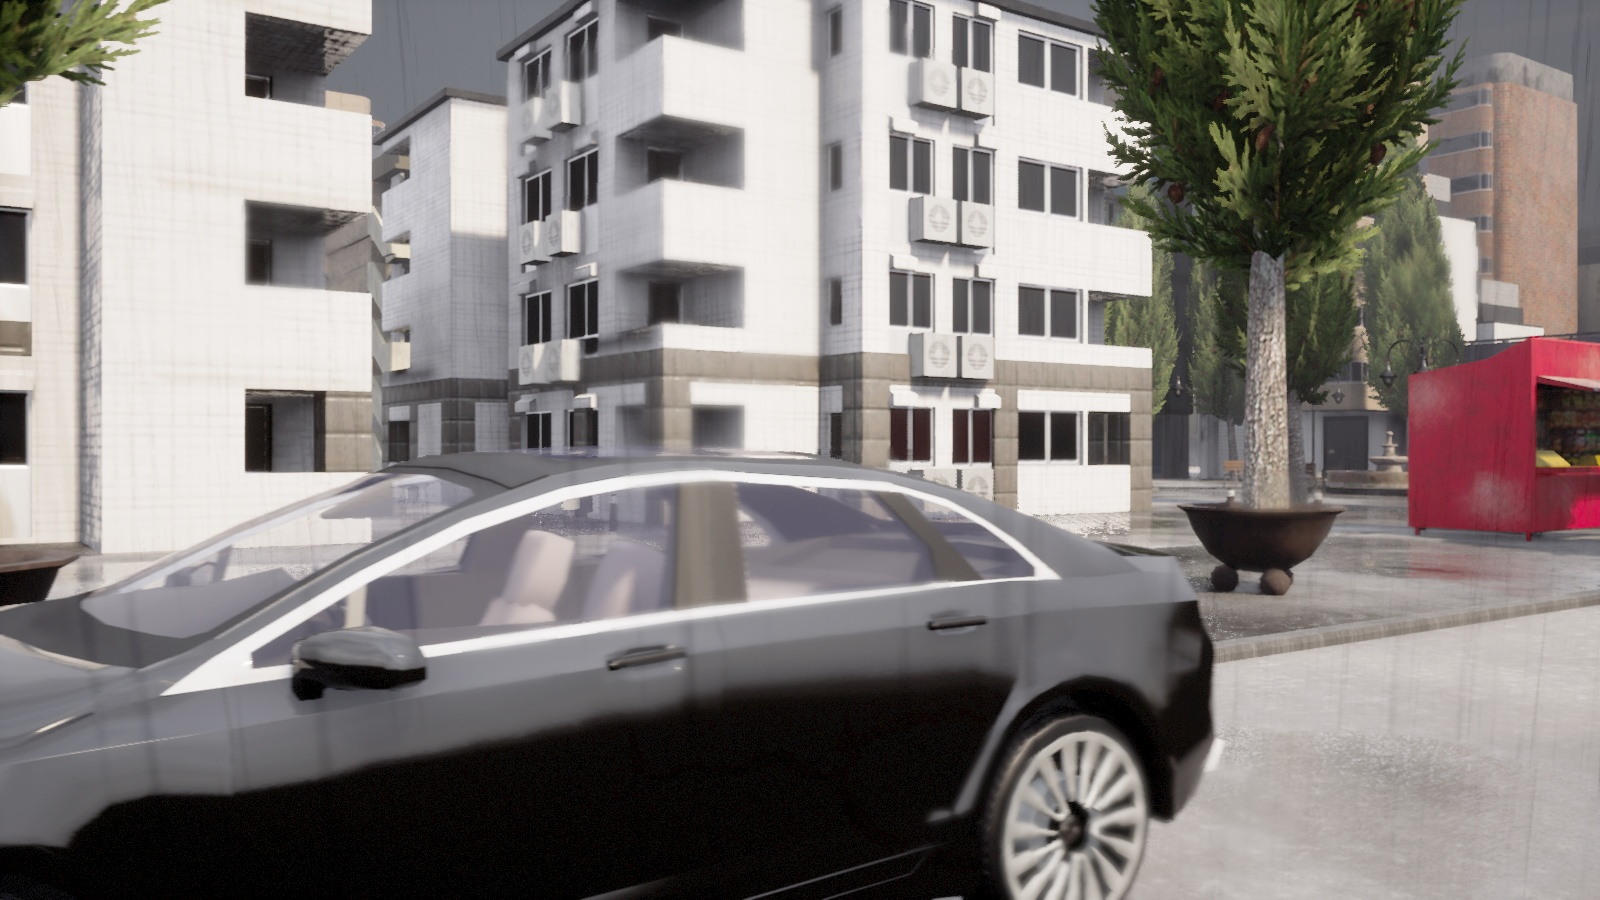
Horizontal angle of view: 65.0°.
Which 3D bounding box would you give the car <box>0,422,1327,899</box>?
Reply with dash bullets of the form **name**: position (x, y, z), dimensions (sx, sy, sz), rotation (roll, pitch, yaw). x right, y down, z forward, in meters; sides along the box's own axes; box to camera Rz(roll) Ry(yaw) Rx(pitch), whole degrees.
- **car**: position (-0.865, 0.708, 3.666), dimensions (4.902, 1.511, 2.128), rotation (0, 0, -35)
